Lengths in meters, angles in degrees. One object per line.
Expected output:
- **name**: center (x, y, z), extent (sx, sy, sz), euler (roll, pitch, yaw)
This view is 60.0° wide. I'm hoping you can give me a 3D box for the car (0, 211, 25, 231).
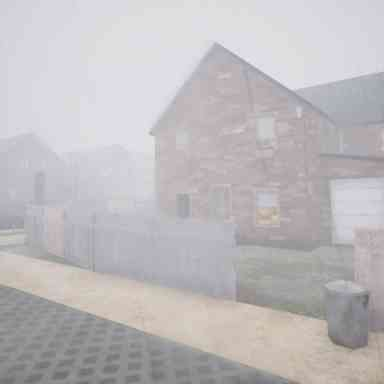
- **car**: center (-10.976, 1.500, 17.568), extent (1.994, 1.385, 4.181), euler (-2, -1, 36)
